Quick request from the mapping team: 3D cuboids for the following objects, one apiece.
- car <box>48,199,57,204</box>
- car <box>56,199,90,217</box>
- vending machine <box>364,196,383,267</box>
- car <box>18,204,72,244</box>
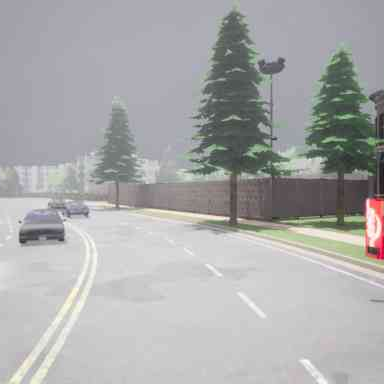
[{"bbox_3d":[-16.507,1.547,40.761,2.033,1.411,5.357,0,0,-30],"label":"car"},{"bbox_3d":[-10.907,1.547,30.873,2.033,1.411,5.357,0,0,-29],"label":"car"},{"bbox_3d":[6.202,1.195,10.479,1.100,2.100,0.880,0,0,-12],"label":"vending machine"},{"bbox_3d":[-7.246,1.548,16.151,2.033,1.411,5.357,0,0,-24],"label":"car"}]
